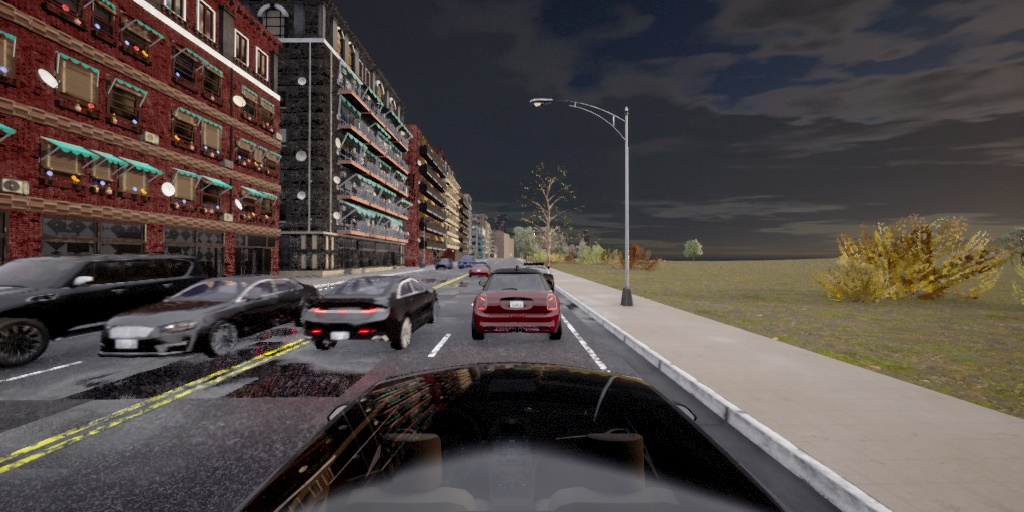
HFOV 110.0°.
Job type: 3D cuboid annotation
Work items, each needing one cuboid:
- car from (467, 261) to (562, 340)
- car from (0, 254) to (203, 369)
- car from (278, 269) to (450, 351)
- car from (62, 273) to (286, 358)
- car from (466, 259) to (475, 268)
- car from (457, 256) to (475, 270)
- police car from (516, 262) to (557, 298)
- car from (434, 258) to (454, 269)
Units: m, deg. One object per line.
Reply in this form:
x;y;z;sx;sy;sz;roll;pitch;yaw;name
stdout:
0.114;1.103;10.134;2.097;1.767;4.553;0;0;0;car
-9.836;0.972;8.133;2.150;2.045;5.566;0;0;0;car
-3.136;1.241;8.970;2.128;1.511;4.902;0;0;0;car
-6.585;1.242;8.580;2.128;1.511;4.902;0;0;0;car
-3.073;1.315;35.374;1.994;1.385;4.181;0;0;0;car
-6.480;0.972;51.875;2.150;2.045;5.566;0;0;0;car
1.178;1.177;19.630;1.930;1.638;5.238;0;0;0;police car
-9.729;1.102;51.547;2.097;1.767;4.553;0;0;0;car
